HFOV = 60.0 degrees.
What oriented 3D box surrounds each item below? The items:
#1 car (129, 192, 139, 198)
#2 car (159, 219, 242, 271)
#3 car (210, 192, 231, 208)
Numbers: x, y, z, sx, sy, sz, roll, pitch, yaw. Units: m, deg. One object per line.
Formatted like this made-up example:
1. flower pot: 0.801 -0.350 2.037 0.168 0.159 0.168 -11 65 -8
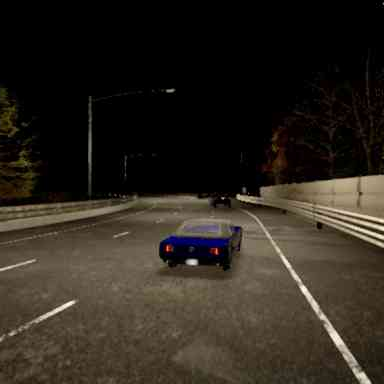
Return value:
1. car: -15.795 0.811 88.988 2.128 1.511 4.902 0 0 -28
2. car: 0.538 1.531 10.838 1.895 1.301 4.718 1 0 14
3. car: 3.742 0.952 44.082 2.150 2.045 5.566 1 0 -3
